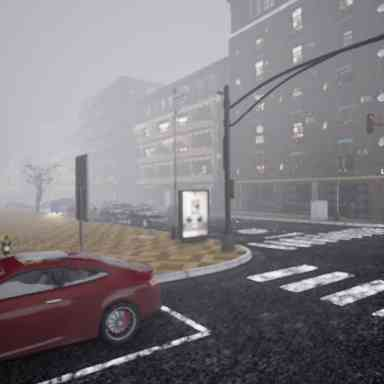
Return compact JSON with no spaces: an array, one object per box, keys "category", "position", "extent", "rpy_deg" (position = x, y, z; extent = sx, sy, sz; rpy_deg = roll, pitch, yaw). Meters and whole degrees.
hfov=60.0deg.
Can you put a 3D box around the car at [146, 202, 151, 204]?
[{"category":"car","position":[-6.230,2.017,43.243],"extent":[1.802,1.307,4.206],"rpy_deg":[-2,0,-36]}]

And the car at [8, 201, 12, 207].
[{"category":"car","position":[-42.476,2.818,78.880],"extent":[1.887,1.381,4.507],"rpy_deg":[-2,0,-36]}]

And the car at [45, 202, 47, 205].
[{"category":"car","position":[-35.689,2.720,83.794],"extent":[1.887,1.381,4.507],"rpy_deg":[-2,0,-36]}]

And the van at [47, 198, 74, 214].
[{"category":"van","position":[-17.655,1.990,44.542],"extent":[1.690,1.788,3.998],"rpy_deg":[-2,0,-36]}]

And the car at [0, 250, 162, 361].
[{"category":"car","position":[-2.443,1.579,4.826],"extent":[4.206,1.307,1.802],"rpy_deg":[0,0,-35]}]

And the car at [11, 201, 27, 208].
[{"category":"car","position":[-35.944,2.659,69.858],"extent":[2.008,1.369,4.403],"rpy_deg":[-2,0,-36]}]

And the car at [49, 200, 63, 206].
[{"category":"car","position":[-32.422,2.658,79.283],"extent":[1.947,1.339,4.313],"rpy_deg":[-2,0,-36]}]

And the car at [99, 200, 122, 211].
[{"category":"car","position":[-12.826,2.040,52.220],"extent":[1.967,1.590,4.097],"rpy_deg":[-2,0,-36]}]

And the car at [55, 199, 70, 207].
[{"category":"car","position":[-29.160,2.450,74.772],"extent":[1.967,1.590,4.097],"rpy_deg":[-2,0,-36]}]

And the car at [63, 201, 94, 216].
[{"category":"car","position":[-12.733,2.070,37.657],"extent":[1.887,1.381,4.507],"rpy_deg":[-2,0,-36]}]

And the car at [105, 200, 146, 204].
[{"category":"car","position":[-7.009,1.909,34.331],"extent":[1.837,1.490,4.892],"rpy_deg":[-1,0,-36]}]

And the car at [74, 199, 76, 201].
[{"category":"car","position":[-18.589,1.976,50.488],"extent":[2.150,2.045,5.566],"rpy_deg":[-1,0,-36]}]

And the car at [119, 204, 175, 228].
[{"category":"car","position":[-3.387,1.842,24.672],"extent":[2.008,1.369,4.403],"rpy_deg":[-2,0,-36]}]

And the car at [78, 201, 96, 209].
[{"category":"car","position":[-19.358,2.346,61.240],"extent":[1.802,1.307,4.206],"rpy_deg":[-2,0,-36]}]

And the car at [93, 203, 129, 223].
[{"category":"car","position":[-6.654,1.923,29.183],"extent":[2.008,1.369,4.403],"rpy_deg":[-2,0,-36]}]
